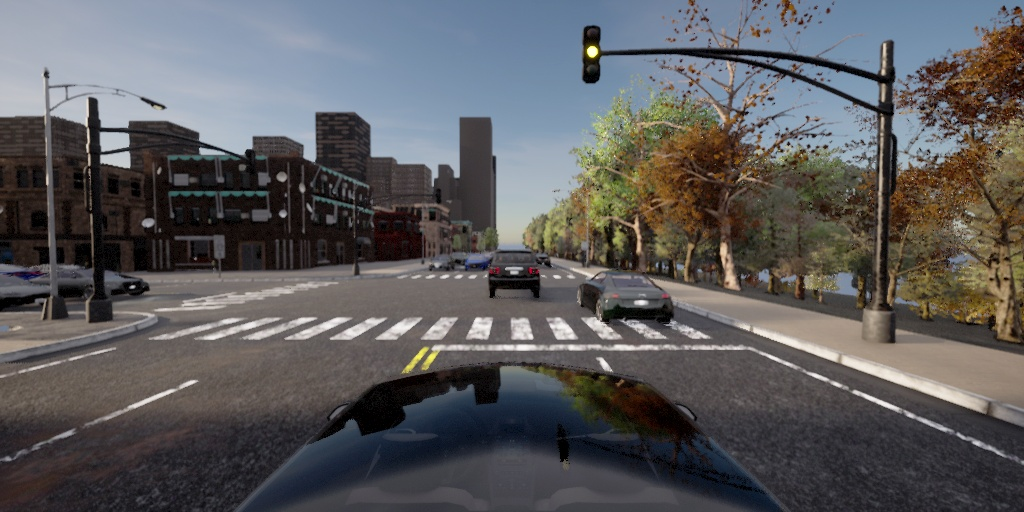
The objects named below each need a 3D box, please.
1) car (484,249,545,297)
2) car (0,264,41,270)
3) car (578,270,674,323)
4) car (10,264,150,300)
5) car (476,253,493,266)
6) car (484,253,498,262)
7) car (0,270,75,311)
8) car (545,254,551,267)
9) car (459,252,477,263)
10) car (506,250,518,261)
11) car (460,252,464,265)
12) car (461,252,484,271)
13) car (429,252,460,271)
[{"bbox_3d":[0.084,0.683,16.639,2.150,2.045,5.566,0,1,0],"label":"car"},{"bbox_3d":[-28.694,1.179,19.437,5.008,1.535,1.882,-1,2,0],"label":"car"},{"bbox_3d":[3.340,1.130,11.245,1.994,1.385,4.181,0,1,0],"label":"car"},{"bbox_3d":[-19.186,1.249,16.238,4.181,1.385,1.994,-1,2,0],"label":"car"},{"bbox_3d":[-3.383,0.433,44.984,1.812,1.442,4.674,0,1,0],"label":"car"},{"bbox_3d":[-3.366,0.267,57.318,1.895,1.301,4.718,0,1,0],"label":"car"},{"bbox_3d":[-19.959,1.339,13.547,4.313,1.339,1.948,0,0,0],"label":"car"},{"bbox_3d":[3.308,0.494,40.767,1.837,1.490,4.892,0,1,0],"label":"car"},{"bbox_3d":[-6.635,0.202,54.947,2.128,1.511,4.902,0,1,0],"label":"car"},{"bbox_3d":[-0.071,-0.112,63.928,2.097,1.767,4.553,0,1,0],"label":"car"},{"bbox_3d":[-6.635,0.275,44.198,2.097,1.767,4.553,0,1,0],"label":"car"},{"bbox_3d":[-3.376,0.586,34.720,1.882,1.535,5.008,0,1,0],"label":"car"},{"bbox_3d":[-6.626,0.607,34.328,2.128,1.511,4.902,0,1,0],"label":"car"}]
